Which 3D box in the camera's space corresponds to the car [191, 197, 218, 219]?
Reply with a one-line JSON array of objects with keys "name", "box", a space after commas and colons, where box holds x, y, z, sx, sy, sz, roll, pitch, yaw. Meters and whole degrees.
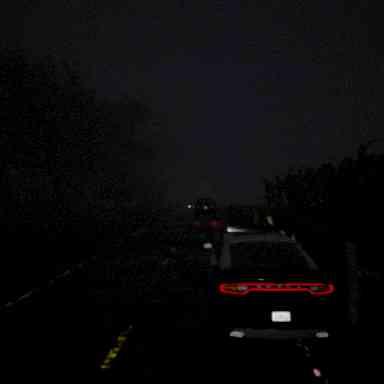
[{"name": "car", "box": [1.338, 1.551, 32.694, 2.150, 2.045, 5.566, 0, -1, 2]}]

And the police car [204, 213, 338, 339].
[{"name": "police car", "box": [1.290, 1.489, 7.041, 1.930, 1.638, 5.238, 0, -1, 2]}]

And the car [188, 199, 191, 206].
[{"name": "car", "box": [0.111, 2.338, 75.488, 2.033, 1.411, 5.357, 0, -1, 2]}]

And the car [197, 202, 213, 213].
[{"name": "car", "box": [1.750, 2.007, 43.877, 1.994, 1.385, 4.181, 0, -1, 2]}]
